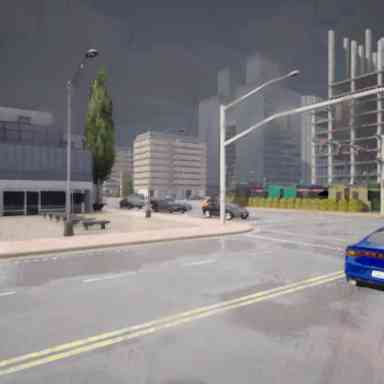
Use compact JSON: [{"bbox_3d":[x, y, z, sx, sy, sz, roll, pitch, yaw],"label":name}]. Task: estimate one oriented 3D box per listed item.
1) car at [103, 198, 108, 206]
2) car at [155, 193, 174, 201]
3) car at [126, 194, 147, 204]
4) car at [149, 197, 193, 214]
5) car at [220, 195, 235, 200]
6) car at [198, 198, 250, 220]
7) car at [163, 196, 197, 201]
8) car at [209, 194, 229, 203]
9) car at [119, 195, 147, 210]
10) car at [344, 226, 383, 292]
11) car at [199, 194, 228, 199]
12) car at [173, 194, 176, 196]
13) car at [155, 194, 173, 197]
[{"bbox_3d":[-15.928,1.582,56.738,2.128,1.511,4.902,0,0,-34],"label":"car"},{"bbox_3d":[-7.354,1.327,88.268,4.605,1.855,1.932,0,0,-36],"label":"car"},{"bbox_3d":[-11.690,1.349,69.265,2.150,2.045,5.566,0,0,-34],"label":"car"},{"bbox_3d":[-2.565,1.621,36.892,2.033,1.411,5.357,0,0,-35],"label":"car"},{"bbox_3d":[10.063,1.615,93.855,3.806,1.475,1.970,0,0,-36],"label":"car"},{"bbox_3d":[2.904,1.572,28.835,1.837,1.490,4.892,0,0,-34],"label":"car"},{"bbox_3d":[-1.794,1.612,42.010,1.812,1.442,4.674,0,0,-34],"label":"car"},{"bbox_3d":[5.745,1.316,69.952,3.866,1.878,1.905,0,0,-36],"label":"car"},{"bbox_3d":[-8.364,1.585,45.465,1.837,1.490,4.892,0,0,-34],"label":"car"},{"bbox_3d":[5.680,1.506,8.162,5.008,1.535,1.882,0,0,-38],"label":"car"},{"bbox_3d":[3.124,1.432,34.751,2.097,1.767,4.553,0,0,-34],"label":"car"},{"bbox_3d":[-5.712,1.328,85.883,3.866,1.878,1.905,0,0,-36],"label":"car"},{"bbox_3d":[-6.096,1.470,61.175,2.097,1.767,4.553,0,0,-34],"label":"car"}]
